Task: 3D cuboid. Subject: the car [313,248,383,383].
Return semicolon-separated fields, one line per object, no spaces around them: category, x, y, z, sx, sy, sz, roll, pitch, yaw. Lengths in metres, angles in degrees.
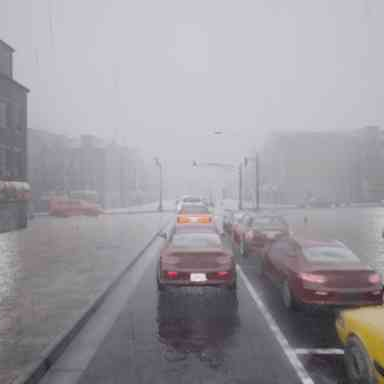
car;2.637;1.537;2.325;1.752;1.417;4.829;0;0;0

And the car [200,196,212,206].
car;2.744;1.809;66.703;2.192;1.841;5.009;-1;-1;0

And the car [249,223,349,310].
car;2.646;1.621;7.622;1.802;1.307;4.206;0;0;0

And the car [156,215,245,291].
car;0.080;1.572;9.043;1.812;1.442;4.674;0;0;-1

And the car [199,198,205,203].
car;2.794;2.302;93.881;1.752;1.417;4.829;-1;-1;0

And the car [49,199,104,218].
car;-12.522;1.786;36.098;5.566;2.045;2.150;-2;0;1

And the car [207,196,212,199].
car;2.727;1.833;55.897;1.967;1.590;4.097;-1;-1;0

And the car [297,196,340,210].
car;14.802;1.293;39.046;4.892;1.490;1.837;-2;0;0

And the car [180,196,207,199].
car;-0.288;1.419;32.059;2.150;2.045;5.566;0;0;-6

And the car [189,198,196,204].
car;0.142;2.129;80.957;1.837;1.490;4.892;0;-1;0

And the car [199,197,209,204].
car;2.764;2.042;77.506;1.967;1.590;4.097;-1;-1;0

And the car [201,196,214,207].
car;2.735;1.758;61.300;2.192;1.841;5.009;-1;-1;0

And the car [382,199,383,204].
car;25.479;0.734;39.052;5.566;2.045;2.150;-1;0;0

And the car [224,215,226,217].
car;2.665;1.683;18.554;1.802;1.307;4.206;0;0;0

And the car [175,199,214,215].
car;0.124;1.452;18.533;2.097;1.767;4.553;0;0;0

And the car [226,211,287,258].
car;2.655;1.509;13.089;1.967;1.590;4.097;0;0;0
